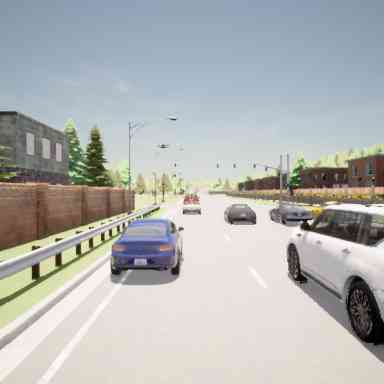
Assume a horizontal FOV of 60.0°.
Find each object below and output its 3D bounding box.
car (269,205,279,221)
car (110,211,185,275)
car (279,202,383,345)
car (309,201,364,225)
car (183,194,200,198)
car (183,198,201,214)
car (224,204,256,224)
[{"bbox_3d":[7.050,1.552,24.339,2.033,1.411,5.357,0,0,0],"label":"car"},{"bbox_3d":[-1.248,1.528,10.337,1.812,1.442,4.674,0,0,0],"label":"car"},{"bbox_3d":[3.584,1.224,6.528,2.150,2.045,5.566,0,0,0],"label":"car"},{"bbox_3d":[10.549,1.482,24.784,1.882,1.535,5.008,0,0,0],"label":"car"},{"bbox_3d":[-0.061,1.230,45.272,2.150,2.045,5.566,0,0,0],"label":"car"},{"bbox_3d":[-0.008,1.607,35.386,1.895,1.301,4.718,0,0,0],"label":"car"},{"bbox_3d":[3.549,1.568,24.994,1.994,1.385,4.181,0,0,0],"label":"car"}]
